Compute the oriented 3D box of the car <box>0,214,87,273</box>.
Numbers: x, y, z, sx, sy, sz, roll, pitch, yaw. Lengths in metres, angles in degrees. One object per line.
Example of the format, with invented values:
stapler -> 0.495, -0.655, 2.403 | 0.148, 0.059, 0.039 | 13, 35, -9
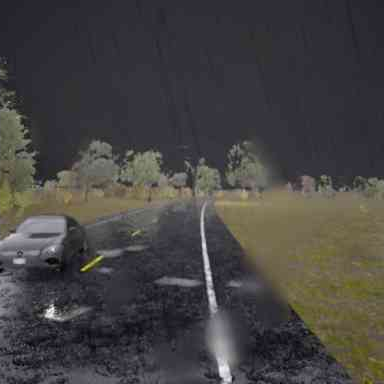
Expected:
car -> -4.590, 1.460, 10.617 | 1.812, 1.442, 4.674 | 0, 0, -7
